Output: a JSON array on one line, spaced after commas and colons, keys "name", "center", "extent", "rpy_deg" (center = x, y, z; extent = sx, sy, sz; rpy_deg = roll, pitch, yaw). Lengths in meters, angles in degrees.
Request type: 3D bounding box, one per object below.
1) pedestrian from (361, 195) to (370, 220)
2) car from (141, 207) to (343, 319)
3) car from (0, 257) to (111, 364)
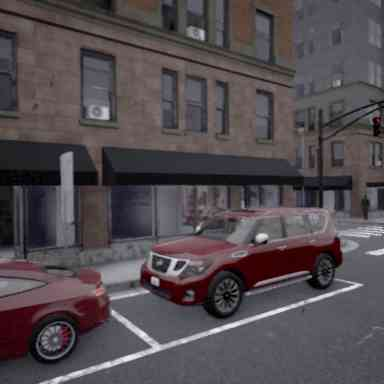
[{"name": "pedestrian", "center": [12.466, 1.099, 23.878], "extent": [0.375, 1.860, 0.375], "rpy_deg": [-1, 1, -36]}, {"name": "car", "center": [1.376, 1.303, 7.528], "extent": [5.009, 1.841, 2.192], "rpy_deg": [0, -1, -36]}, {"name": "car", "center": [-3.166, 1.582, 4.283], "extent": [4.206, 1.307, 1.802], "rpy_deg": [0, -1, -36]}]
